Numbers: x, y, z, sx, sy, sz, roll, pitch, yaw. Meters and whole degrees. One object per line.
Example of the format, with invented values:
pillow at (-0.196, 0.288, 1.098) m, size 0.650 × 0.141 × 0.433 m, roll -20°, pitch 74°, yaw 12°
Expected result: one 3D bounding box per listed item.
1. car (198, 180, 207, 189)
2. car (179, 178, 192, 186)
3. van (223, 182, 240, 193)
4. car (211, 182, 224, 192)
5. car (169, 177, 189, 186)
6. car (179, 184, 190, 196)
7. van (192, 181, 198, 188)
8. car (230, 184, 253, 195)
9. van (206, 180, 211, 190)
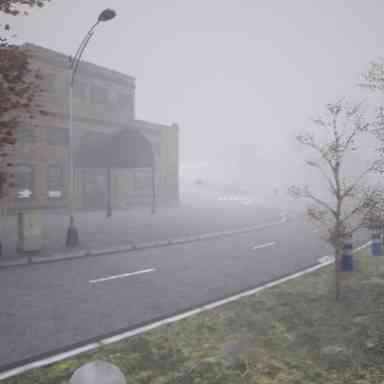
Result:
car at (4.280, -1.451, 76.500) m, size 2.185 × 1.767 × 4.553 m, roll 6°, pitch 5°, yaw 39°
car at (-0.315, -2.074, 84.241) m, size 2.231 × 1.521 × 4.892 m, roll 6°, pitch 5°, yaw 39°
van at (8.965, -0.808, 68.900) m, size 1.878 × 1.987 × 4.442 m, roll 6°, pitch 5°, yaw 39°
car at (7.351, -1.078, 71.349) m, size 2.435 × 2.045 × 5.566 m, roll 6°, pitch 5°, yaw 39°
car at (-3.416, -2.826, 89.370) m, size 2.435 × 2.045 × 5.566 m, roll 5°, pitch 5°, yaw 38°
car at (-3.036, 0.004, 55.776) m, size 2.002 × 1.452 × 4.674 m, roll 5°, pitch 6°, yaw 37°
van at (2.843, -1.804, 79.180) m, size 1.878 × 1.987 × 4.442 m, roll 6°, pitch 5°, yaw 39°
car at (10.406, -0.331, 66.253) m, size 2.097 × 1.535 × 5.008 m, roll 6°, pitch 5°, yaw 39°
van at (5.767, -1.299, 73.852) m, size 1.878 × 1.987 × 4.442 m, roll 6°, pitch 5°, yaw 39°
